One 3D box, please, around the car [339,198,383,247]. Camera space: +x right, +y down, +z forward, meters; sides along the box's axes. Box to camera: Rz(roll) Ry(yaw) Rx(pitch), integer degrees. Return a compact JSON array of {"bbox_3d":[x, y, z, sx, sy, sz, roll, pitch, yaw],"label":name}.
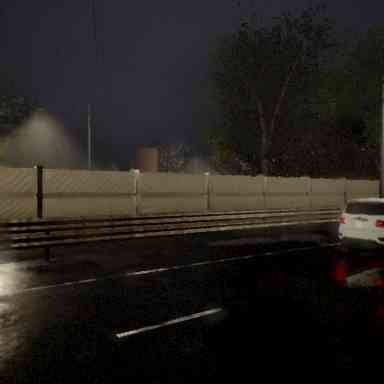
[{"bbox_3d":[8.399,1.255,13.625,5.566,2.045,2.150,0,0,-32],"label":"car"}]
